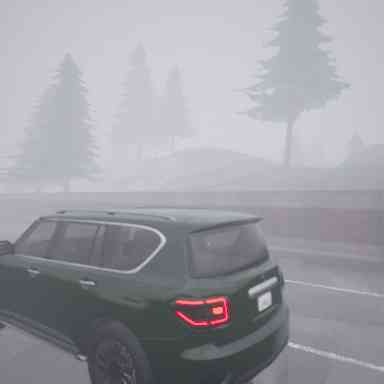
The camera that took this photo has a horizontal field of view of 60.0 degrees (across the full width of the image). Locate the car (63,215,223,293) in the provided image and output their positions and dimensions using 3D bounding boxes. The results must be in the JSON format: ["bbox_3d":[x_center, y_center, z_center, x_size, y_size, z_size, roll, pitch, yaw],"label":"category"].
[{"bbox_3d":[-1.653,1.564,9.835,4.892,1.490,1.837,0,0,39],"label":"car"}]

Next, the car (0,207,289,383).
[{"bbox_3d":[-1.365,1.253,5.124,5.566,2.045,2.150,0,0,37],"label":"car"}]
